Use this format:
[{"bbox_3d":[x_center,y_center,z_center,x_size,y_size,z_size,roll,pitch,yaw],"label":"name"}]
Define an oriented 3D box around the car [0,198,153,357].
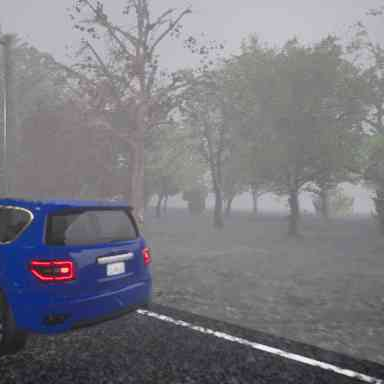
[{"bbox_3d":[-3.218,1.126,6.067,5.566,2.045,2.150,0,-2,35],"label":"car"}]
